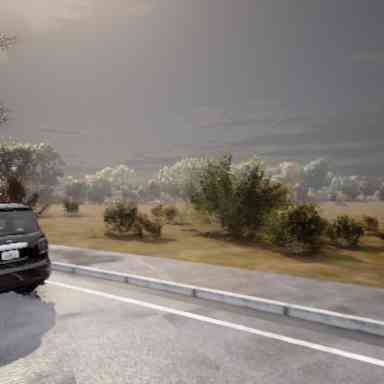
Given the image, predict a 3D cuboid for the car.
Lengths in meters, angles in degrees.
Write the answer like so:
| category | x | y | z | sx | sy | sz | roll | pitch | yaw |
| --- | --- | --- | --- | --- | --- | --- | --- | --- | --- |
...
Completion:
| category | x | y | z | sx | sy | sz | roll | pitch | yaw |
| --- | --- | --- | --- | --- | --- | --- | --- | --- | --- |
| car | -5.576 | 1.243 | 7.472 | 5.566 | 2.045 | 2.150 | 0 | 0 | 32 |
